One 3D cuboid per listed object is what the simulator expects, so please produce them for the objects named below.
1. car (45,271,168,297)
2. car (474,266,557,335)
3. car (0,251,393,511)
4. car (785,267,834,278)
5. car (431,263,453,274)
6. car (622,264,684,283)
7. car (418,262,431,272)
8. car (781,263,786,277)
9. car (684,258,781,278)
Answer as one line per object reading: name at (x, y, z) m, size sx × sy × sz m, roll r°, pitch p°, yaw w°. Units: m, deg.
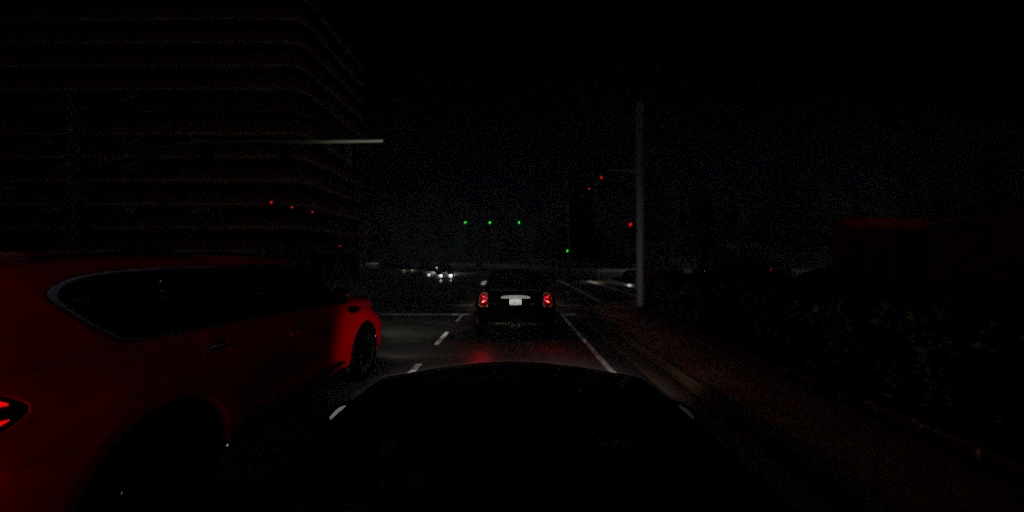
car at (-22.432, 1.530, 19.978) m, size 4.718 × 1.301 × 1.895 m, roll 0°, pitch 0°, yaw 0°
car at (0.094, 1.164, 10.917) m, size 2.097 × 1.767 × 4.553 m, roll 0°, pitch 0°, yaw 0°
car at (-3.432, 0.989, 4.057) m, size 2.150 × 2.045 × 5.566 m, roll 0°, pitch 0°, yaw 1°
car at (18.288, 1.434, 19.664) m, size 4.892 × 1.490 × 1.837 m, roll 0°, pitch 0°, yaw 0°
car at (-8.986, 1.606, 46.936) m, size 2.033 × 1.411 × 5.357 m, roll 0°, pitch 0°, yaw -18°
car at (11.943, 1.480, 30.414) m, size 5.008 × 1.535 × 1.882 m, roll 0°, pitch 0°, yaw 0°
car at (-13.250, 1.612, 55.940) m, size 2.128 × 1.511 × 4.902 m, roll 0°, pitch 0°, yaw -33°
car at (20.961, 1.354, 30.344) m, size 4.553 × 1.767 × 2.097 m, roll 0°, pitch 0°, yaw 0°
car at (16.370, 1.200, 26.882) m, size 5.566 × 2.045 × 2.150 m, roll 0°, pitch 0°, yaw 0°
